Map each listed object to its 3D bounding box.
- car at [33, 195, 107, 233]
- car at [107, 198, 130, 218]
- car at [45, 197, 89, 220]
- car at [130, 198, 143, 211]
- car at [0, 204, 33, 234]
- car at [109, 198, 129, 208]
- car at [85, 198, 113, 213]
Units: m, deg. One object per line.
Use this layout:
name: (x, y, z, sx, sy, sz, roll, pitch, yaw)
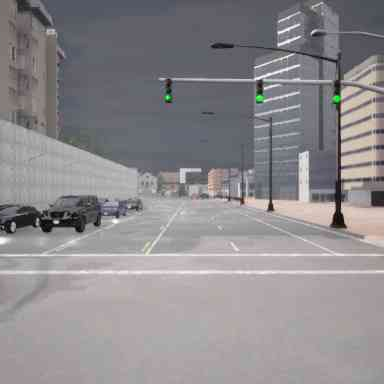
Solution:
car: (-7.111, 1.221, 20.178, 2.150, 2.045, 5.566, 0, 0, 0)
car: (-7.121, 1.526, 29.819, 1.812, 1.442, 4.674, 0, 0, 0)
car: (-10.621, 1.352, 28.613, 2.097, 1.767, 4.553, 0, 0, 0)
car: (-7.121, 1.492, 40.161, 2.128, 1.511, 4.902, 0, 0, 0)
car: (-10.615, 1.505, 19.545, 1.837, 1.490, 4.892, 0, 0, 0)
car: (-10.592, 1.601, 48.491, 1.895, 1.301, 4.718, 0, 0, 0)
car: (-10.623, 1.505, 38.431, 1.837, 1.490, 4.892, 0, 0, 0)
